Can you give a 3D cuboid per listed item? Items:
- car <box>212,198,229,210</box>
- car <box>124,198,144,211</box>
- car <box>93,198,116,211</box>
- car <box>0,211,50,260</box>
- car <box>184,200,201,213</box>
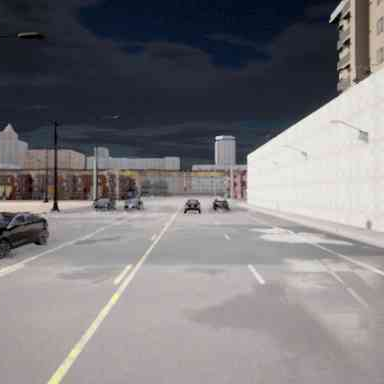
[{"bbox_3d":[3.582,1.495,42.023,2.128,1.511,4.902,0,0,0],"label":"car"},{"bbox_3d":[-7.068,1.498,40.715,2.128,1.511,4.902,0,0,0],"label":"car"},{"bbox_3d":[-10.568,1.512,40.618,1.837,1.490,4.892,0,-1,0],"label":"car"},{"bbox_3d":[-7.074,1.494,12.437,2.128,1.511,4.902,0,0,0],"label":"car"},{"bbox_3d":[0.072,1.552,37.542,2.033,1.411,5.357,0,0,0],"label":"car"}]
